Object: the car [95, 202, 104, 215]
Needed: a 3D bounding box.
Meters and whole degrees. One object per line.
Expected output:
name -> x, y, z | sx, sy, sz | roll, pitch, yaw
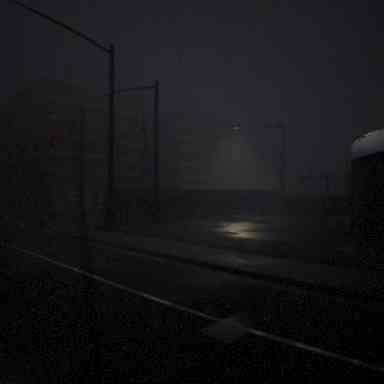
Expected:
car -> -7.109, 1.529, 32.942 | 1.837, 1.490, 4.892 | 0, 0, 45
